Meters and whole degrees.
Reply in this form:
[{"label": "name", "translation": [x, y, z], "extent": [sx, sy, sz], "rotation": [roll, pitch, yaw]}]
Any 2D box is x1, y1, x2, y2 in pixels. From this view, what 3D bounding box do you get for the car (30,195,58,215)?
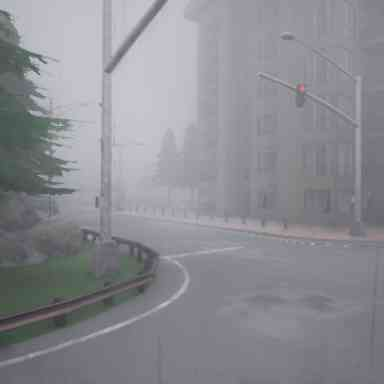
[{"label": "car", "translation": [-15.324, 1.149, 33.788], "extent": [2.150, 2.045, 5.566], "rotation": [1, 0, -36]}]
